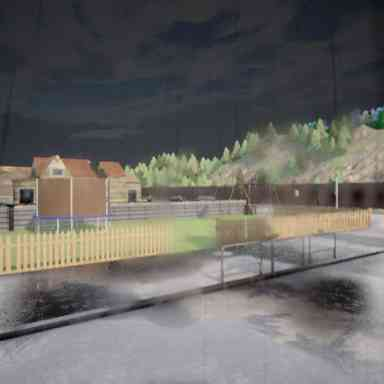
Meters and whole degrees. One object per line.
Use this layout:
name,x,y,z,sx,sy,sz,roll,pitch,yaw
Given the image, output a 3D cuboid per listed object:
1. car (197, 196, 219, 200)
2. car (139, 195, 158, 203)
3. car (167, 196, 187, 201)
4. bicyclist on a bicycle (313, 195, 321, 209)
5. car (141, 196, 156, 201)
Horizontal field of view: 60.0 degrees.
car,2.406,1.275,43.661,2.097,1.767,4.553,0,0,-36
car,-8.756,1.438,66.255,1.812,1.442,4.674,0,0,-36
car,-2.642,1.417,57.818,1.837,1.490,4.892,0,0,-35
bicyclist on a bicycle,15.151,1.249,40.286,1.656,1.620,0.582,-1,0,-36
car,-8.588,1.555,59.160,1.895,1.301,4.718,0,0,-36
